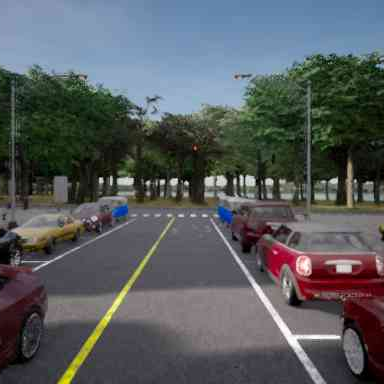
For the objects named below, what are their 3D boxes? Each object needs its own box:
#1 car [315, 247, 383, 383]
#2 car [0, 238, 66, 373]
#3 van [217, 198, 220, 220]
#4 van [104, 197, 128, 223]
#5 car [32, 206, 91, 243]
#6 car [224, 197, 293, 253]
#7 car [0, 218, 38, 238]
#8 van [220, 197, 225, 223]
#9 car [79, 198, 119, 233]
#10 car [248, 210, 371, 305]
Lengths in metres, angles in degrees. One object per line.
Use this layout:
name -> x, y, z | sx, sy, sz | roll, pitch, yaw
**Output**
car -> 2.762, 1.534, 2.551 | 1.887, 1.381, 4.507 | 0, 0, 0
car -> -2.998, 1.513, 3.090 | 1.812, 1.442, 4.674 | 0, 0, 0
van -> 2.764, 1.250, 24.300 | 1.690, 1.788, 3.998 | 0, 0, 0
van -> -5.762, 1.250, 24.301 | 1.690, 1.788, 3.998 | 0, 0, 0
car -> -5.762, 1.475, 13.256 | 1.752, 1.417, 4.829 | 0, 0, 0
car -> 2.763, 1.264, 13.425 | 2.192, 1.841, 5.009 | 0, 0, 0
car -> -5.762, 1.535, 7.989 | 1.947, 1.339, 4.313 | 0, 0, 0
van -> 2.763, 1.270, 18.862 | 1.690, 1.788, 3.998 | 0, 0, 0
car -> -5.762, 1.369, 18.863 | 1.967, 1.590, 4.097 | 0, 0, 0
car -> 2.763, 1.409, 7.987 | 1.967, 1.590, 4.097 | 0, 0, 0
